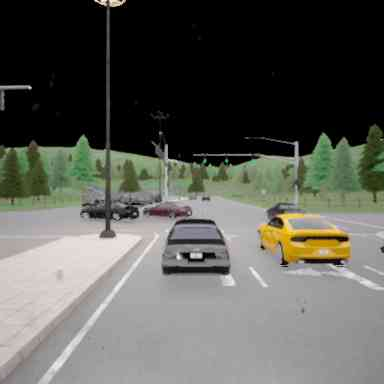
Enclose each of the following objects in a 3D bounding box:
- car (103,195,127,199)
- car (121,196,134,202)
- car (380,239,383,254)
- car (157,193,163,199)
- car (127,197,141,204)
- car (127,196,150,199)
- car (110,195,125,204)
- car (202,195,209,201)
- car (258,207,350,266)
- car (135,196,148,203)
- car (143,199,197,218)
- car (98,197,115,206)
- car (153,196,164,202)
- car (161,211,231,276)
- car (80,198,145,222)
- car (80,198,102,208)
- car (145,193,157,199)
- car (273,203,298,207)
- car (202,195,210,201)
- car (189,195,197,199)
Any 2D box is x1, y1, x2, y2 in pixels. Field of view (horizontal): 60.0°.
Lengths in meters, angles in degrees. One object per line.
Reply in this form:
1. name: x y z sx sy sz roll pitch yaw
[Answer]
1. car: -11.559 1.534 48.944 2.128 1.511 4.902 0 0 1
2. car: -14.993 1.607 77.684 2.033 1.411 5.357 0 0 0
3. car: 7.096 1.555 8.460 2.033 1.411 5.357 0 0 0
4. car: -7.997 1.286 69.438 2.150 2.045 5.566 0 0 0
5. car: -11.497 1.621 65.923 1.994 1.385 4.181 0 0 0
6. car: -8.045 1.645 50.194 1.895 1.301 4.718 0 0 0
7. car: -14.997 1.413 67.441 2.097 1.767 4.553 0 0 0
8. car: 3.766 1.634 92.995 1.994 1.385 4.181 0 0 2
9. car: 3.599 1.488 11.550 1.882 1.535 5.008 0 0 0
10. car: -11.494 1.591 76.057 2.128 1.511 4.902 0 0 0
11. car: -2.124 1.551 28.667 4.674 1.442 1.812 0 -1 36
12. car: -14.998 1.576 58.578 1.812 1.442 4.674 0 0 0
13. car: -7.981 1.603 79.849 2.033 1.411 5.357 0 0 0
14. car: 0.098 1.557 10.389 2.033 1.411 5.357 0 0 0
15. car: -6.581 1.501 26.412 5.008 1.535 1.882 0 -1 26
16. car: -15.040 1.607 49.949 1.994 1.385 4.181 0 0 0
17. car: -7.998 1.403 59.137 2.097 1.767 4.553 0 0 0
18. car: 7.100 1.570 25.520 2.033 1.411 5.357 0 0 0
19. car: 3.545 1.550 82.636 1.882 1.535 5.008 0 0 1
20. car: 0.255 1.634 92.633 1.994 1.385 4.181 0 0 2
